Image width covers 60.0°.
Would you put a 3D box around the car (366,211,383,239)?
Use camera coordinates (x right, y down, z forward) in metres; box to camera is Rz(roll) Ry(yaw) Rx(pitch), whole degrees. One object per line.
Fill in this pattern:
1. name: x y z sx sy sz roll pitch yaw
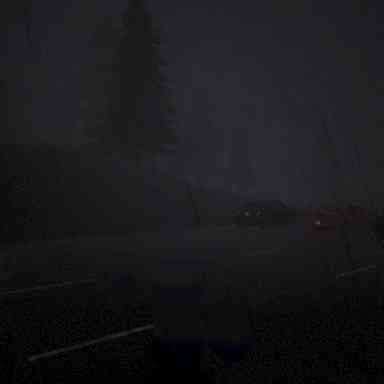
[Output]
1. car: 10.482 1.398 15.524 5.008 1.535 1.882 0 0 -35

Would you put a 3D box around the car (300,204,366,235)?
1. car: 8.446 1.398 18.371 5.008 1.535 1.882 0 0 -35

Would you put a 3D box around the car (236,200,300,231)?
1. car: 4.820 1.281 20.308 4.553 1.767 2.097 0 0 -38
